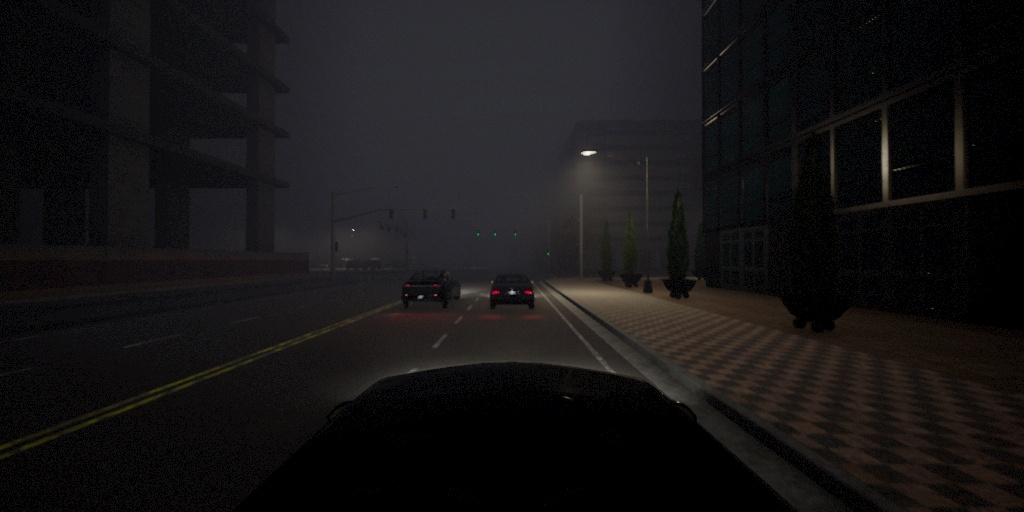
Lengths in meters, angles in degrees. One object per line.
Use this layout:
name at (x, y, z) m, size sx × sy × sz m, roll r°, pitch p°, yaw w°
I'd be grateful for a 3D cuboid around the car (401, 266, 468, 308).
car at (-3.489, 1.382, 16.130) m, size 2.128 × 1.511 × 4.902 m, roll 0°, pitch 0°, yaw 0°

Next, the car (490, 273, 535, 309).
car at (0.008, 1.434, 15.828) m, size 2.033 × 1.411 × 5.357 m, roll 0°, pitch -1°, yaw 0°
